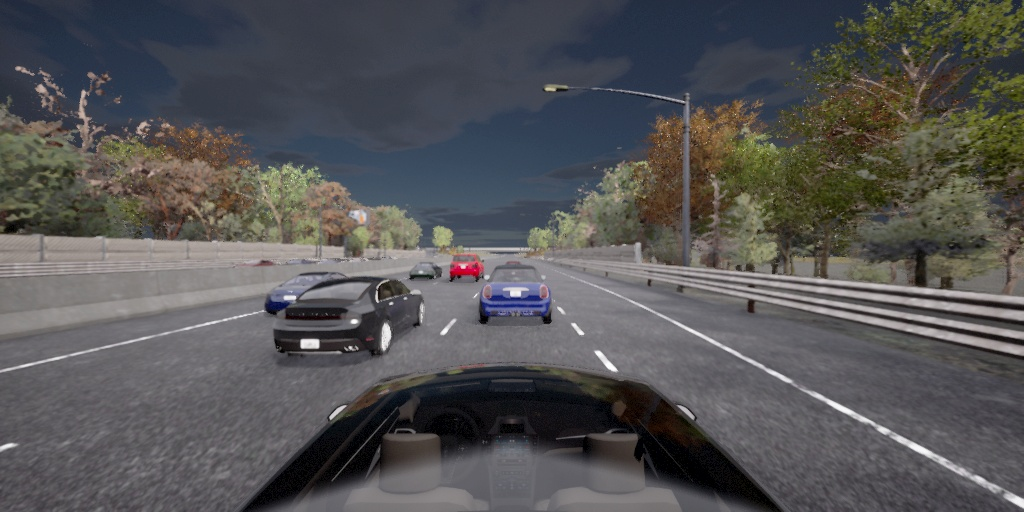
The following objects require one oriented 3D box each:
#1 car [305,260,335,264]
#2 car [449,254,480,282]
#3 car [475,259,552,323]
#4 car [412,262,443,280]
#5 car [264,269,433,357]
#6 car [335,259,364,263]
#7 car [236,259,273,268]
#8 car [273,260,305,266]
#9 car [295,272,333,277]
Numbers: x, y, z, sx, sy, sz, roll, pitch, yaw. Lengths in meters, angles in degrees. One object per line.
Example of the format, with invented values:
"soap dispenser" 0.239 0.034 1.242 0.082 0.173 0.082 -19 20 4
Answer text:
"car" -21.074 1.111 41.459 2.033 1.411 5.357 0 0 0
"car" -3.395 0.843 27.652 2.150 2.045 5.566 0 0 0
"car" 0.103 1.048 12.035 2.097 1.767 4.553 0 0 0
"car" -6.890 1.179 29.164 1.994 1.385 4.181 0 0 0
"car" -3.398 1.219 8.453 1.837 1.490 4.892 0 0 0
"car" -17.577 1.093 40.313 1.812 1.442 4.674 0 0 0
"car" -28.073 1.098 39.479 1.812 1.442 4.674 0 0 0
"car" -24.572 1.111 41.465 2.033 1.411 5.357 0 0 0
"car" -6.896 1.255 13.123 1.994 1.385 4.181 0 0 0
